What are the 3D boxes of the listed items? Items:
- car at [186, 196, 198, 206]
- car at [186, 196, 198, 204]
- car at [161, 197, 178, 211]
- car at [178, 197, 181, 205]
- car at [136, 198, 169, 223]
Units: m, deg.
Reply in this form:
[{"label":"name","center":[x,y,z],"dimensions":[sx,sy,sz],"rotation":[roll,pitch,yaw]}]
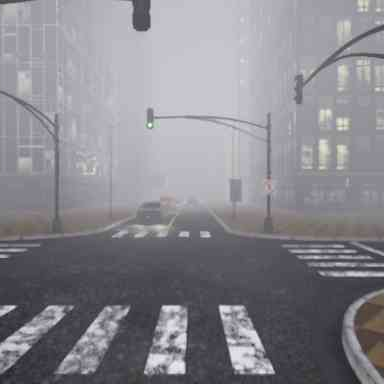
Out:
[{"label":"car","center":[0.002,1.527,55.216],"dimensions":[2.033,1.411,5.357],"rotation":[0,0,0]},{"label":"car","center":[0.003,1.477,65.633],"dimensions":[2.128,1.511,4.902],"rotation":[0,0,0]},{"label":"car","center":[-3.088,1.332,39.841],"dimensions":[2.097,1.767,4.553],"rotation":[0,0,0]},{"label":"car","center":[-2.997,1.603,59.788],"dimensions":[1.895,1.301,4.718],"rotation":[0,0,0]},{"label":"car","center":[-3.096,1.459,25.712],"dimensions":[1.882,1.535,5.008],"rotation":[0,0,0]}]
